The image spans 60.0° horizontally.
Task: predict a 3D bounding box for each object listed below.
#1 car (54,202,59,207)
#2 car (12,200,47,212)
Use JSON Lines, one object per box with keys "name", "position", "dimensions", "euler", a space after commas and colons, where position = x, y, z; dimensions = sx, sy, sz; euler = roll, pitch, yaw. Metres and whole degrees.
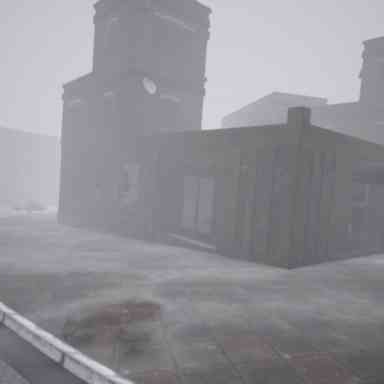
{"name": "car", "position": [-20.998, 1.939, 56.747], "dimensions": [2.033, 1.411, 5.357], "euler": [5, 0, 19]}
{"name": "car", "position": [-20.244, 1.755, 41.608], "dimensions": [2.033, 1.411, 5.357], "euler": [4, -1, 3]}
